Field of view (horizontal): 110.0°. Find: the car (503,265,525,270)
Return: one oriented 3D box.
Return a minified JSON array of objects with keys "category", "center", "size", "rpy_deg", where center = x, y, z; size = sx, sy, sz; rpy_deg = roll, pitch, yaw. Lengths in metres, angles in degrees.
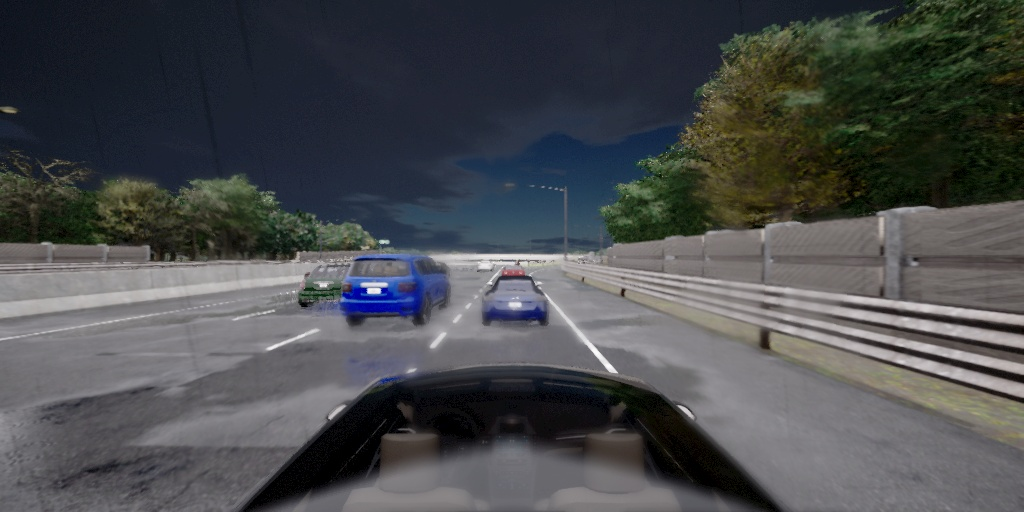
[{"category":"car","center":[0.138,1.378,30.709],"size":[1.895,1.301,4.718],"rpy_deg":[0,0,1]}]

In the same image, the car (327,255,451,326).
[{"category":"car","center":[-3.500,0.982,11.777],"size":[2.150,2.045,5.566],"rpy_deg":[0,0,0]}]

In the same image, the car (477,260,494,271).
[{"category":"car","center":[-3.503,1.321,48.462],"size":[1.812,1.442,4.674],"rpy_deg":[0,0,0]}]

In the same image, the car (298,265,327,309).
[{"category":"car","center":[-6.901,1.115,15.242],"size":[2.097,1.767,4.553],"rpy_deg":[0,0,0]}]

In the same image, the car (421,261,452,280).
[{"category":"car","center":[-6.902,1.285,33.404],"size":[1.837,1.490,4.892],"rpy_deg":[0,0,0]}]

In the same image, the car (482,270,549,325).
[{"category":"car","center":[0.100,1.324,11.889],"size":[1.994,1.385,4.181],"rpy_deg":[0,0,0]}]
